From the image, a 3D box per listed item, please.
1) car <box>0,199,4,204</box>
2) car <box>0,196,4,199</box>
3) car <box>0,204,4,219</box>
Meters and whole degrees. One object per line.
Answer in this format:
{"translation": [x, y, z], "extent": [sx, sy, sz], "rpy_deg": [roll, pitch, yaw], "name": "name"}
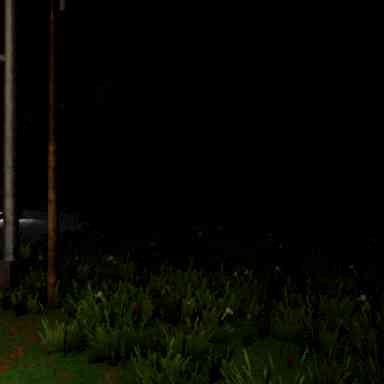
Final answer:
{"translation": [-16.447, 1.537, 28.534], "extent": [1.994, 1.385, 4.181], "rpy_deg": [0, 0, -33], "name": "car"}
{"translation": [-26.062, 1.325, 43.696], "extent": [4.553, 1.767, 2.097], "rpy_deg": [0, 0, 39], "name": "car"}
{"translation": [-12.530, 1.574, 18.699], "extent": [1.895, 1.301, 4.718], "rpy_deg": [0, 0, -13], "name": "car"}
